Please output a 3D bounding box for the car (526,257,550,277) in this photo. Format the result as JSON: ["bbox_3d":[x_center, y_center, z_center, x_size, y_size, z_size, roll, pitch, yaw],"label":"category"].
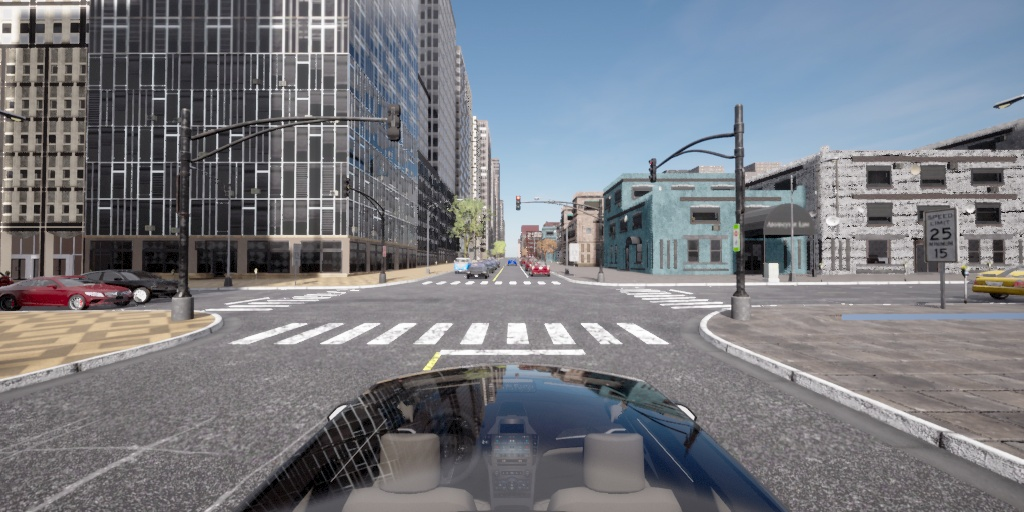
[{"bbox_3d":[2.704,1.196,35.843,1.967,1.591,4.097,0,0,0],"label":"car"}]

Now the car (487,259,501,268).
[{"bbox_3d":[-3.034,1.251,62.310,2.128,1.511,4.902,0,0,0],"label":"car"}]

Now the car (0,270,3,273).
[{"bbox_3d":[-23.097,1.326,14.067,4.097,1.591,1.967,0,0,1],"label":"car"}]

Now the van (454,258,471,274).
[{"bbox_3d":[-5.675,1.098,41.481,1.690,1.789,3.998,0,0,0],"label":"van"}]

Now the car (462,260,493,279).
[{"bbox_3d":[-3.073,1.304,33.034,2.033,1.411,5.357,0,0,-1],"label":"car"}]

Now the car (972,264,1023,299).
[{"bbox_3d":[20.694,0.995,13.631,4.829,1.417,1.751,0,0,1],"label":"car"}]

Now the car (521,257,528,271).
[{"bbox_3d":[2.709,1.073,47.191,2.192,1.841,5.009,0,0,0],"label":"car"}]

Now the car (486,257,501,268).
[{"bbox_3d":[-3.077,1.306,52.181,2.033,1.411,5.357,0,0,0],"label":"car"}]

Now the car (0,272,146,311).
[{"bbox_3d":[-17.414,1.413,14.011,4.207,1.307,1.802,0,0,1],"label":"car"}]

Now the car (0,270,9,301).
[{"bbox_3d":[-27.385,1.465,16.716,4.902,1.511,2.128,-1,-1,1],"label":"car"}]

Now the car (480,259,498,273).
[{"bbox_3d":[-3.084,1.321,42.337,1.994,1.385,4.181,0,0,0],"label":"car"}]

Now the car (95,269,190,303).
[{"bbox_3d":[-17.888,1.360,16.623,5.008,1.535,1.882,-1,-1,0],"label":"car"}]
